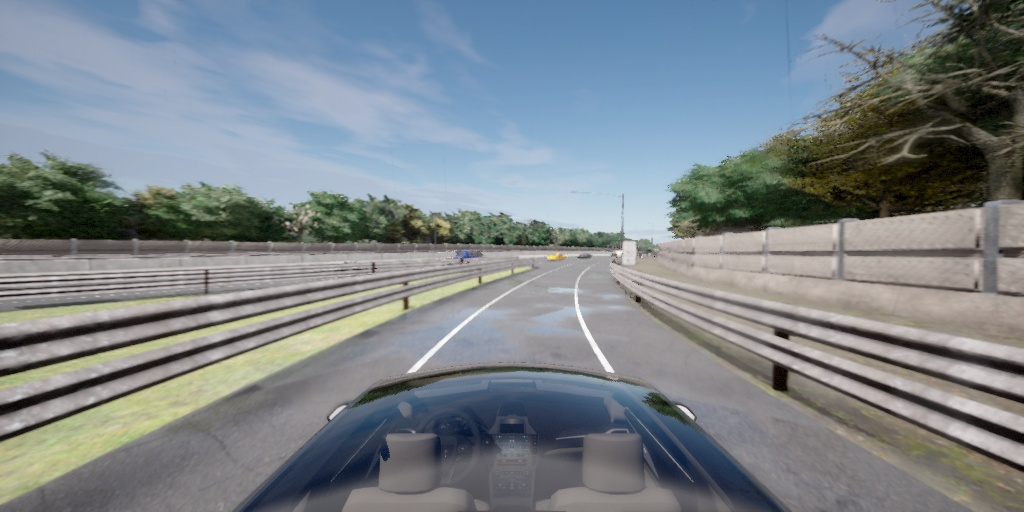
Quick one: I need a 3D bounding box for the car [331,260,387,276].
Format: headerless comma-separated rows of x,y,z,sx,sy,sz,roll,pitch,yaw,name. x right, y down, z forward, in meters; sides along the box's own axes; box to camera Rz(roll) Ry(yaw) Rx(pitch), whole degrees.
-13.830,1.040,32.634,1.895,1.301,4.718,2,2,34,car

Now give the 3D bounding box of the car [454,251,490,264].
-5.000,0.331,45.900,2.150,2.045,5.566,2,2,34,car
